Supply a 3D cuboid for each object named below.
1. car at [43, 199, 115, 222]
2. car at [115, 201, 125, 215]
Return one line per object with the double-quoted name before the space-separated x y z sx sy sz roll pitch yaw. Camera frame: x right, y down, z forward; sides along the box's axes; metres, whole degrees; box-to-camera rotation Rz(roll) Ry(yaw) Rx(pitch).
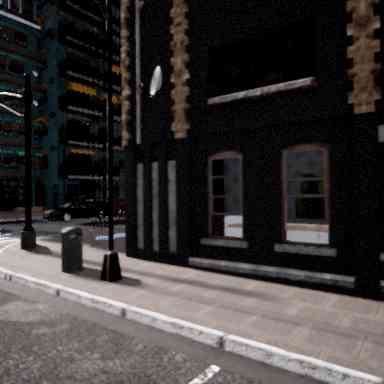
"car" -8.275 1.296 24.054 1.837 1.490 4.892 -1 1 36
"car" -7.881 1.343 29.134 1.887 1.381 4.507 0 0 36
